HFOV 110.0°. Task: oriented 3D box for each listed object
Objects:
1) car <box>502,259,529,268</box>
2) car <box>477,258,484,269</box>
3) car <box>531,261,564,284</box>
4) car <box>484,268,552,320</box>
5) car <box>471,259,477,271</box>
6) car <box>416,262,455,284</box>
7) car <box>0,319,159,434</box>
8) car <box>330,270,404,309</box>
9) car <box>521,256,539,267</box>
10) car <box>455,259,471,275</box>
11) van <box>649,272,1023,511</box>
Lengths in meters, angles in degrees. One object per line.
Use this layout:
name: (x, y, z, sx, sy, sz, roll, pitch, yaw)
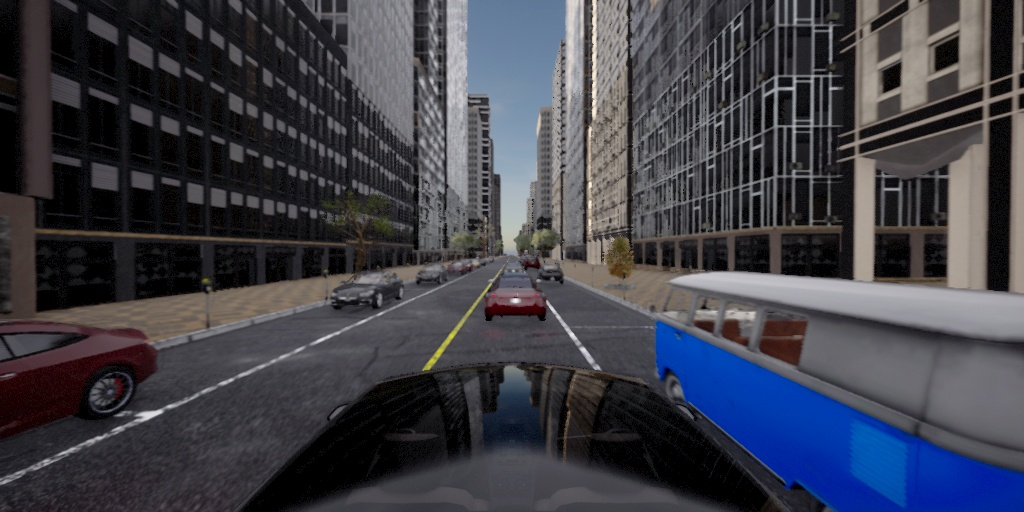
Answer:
car: (0.107, 1.235, 31.306, 2.033, 1.411, 5.357, 0, 0, 0)
car: (-5.681, 1.162, 54.210, 1.751, 1.417, 4.829, 0, 0, 0)
car: (2.694, 1.250, 25.959, 2.007, 1.370, 4.403, 0, 0, 0)
car: (0.104, 1.291, 12.597, 1.994, 1.385, 4.181, 0, 0, 0)
car: (-5.683, 1.101, 43.012, 1.967, 1.591, 4.097, 0, 0, 0)
car: (-5.687, 1.248, 25.961, 2.007, 1.370, 4.403, 0, 0, 0)
car: (-5.692, 1.328, 3.227, 1.802, 1.307, 4.207, 0, 0, 0)
car: (-5.690, 1.273, 14.594, 2.007, 1.370, 4.403, 0, 0, 0)
car: (2.698, 0.965, 48.694, 2.192, 1.841, 5.009, 0, 0, 0)
car: (-5.685, 1.255, 37.328, 1.802, 1.307, 4.207, 0, 0, 0)
van: (2.689, 1.088, 3.225, 1.690, 1.789, 3.998, 0, 0, 0)
